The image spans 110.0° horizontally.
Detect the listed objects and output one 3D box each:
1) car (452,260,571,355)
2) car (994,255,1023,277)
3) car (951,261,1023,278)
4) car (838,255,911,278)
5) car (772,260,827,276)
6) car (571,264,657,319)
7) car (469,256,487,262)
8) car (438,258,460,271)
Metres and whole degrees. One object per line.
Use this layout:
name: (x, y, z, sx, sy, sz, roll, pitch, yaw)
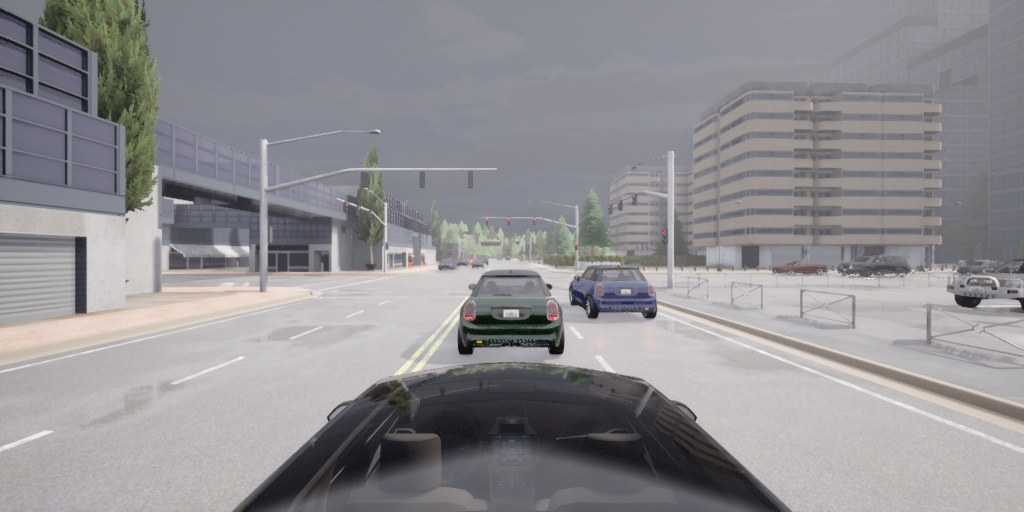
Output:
car: (-0.032, 1.101, 8.861, 2.097, 1.767, 4.553, 0, 0, 0)
car: (50.079, 0.924, 34.226, 4.902, 1.511, 2.128, 0, 0, -2)
car: (49.919, 1.279, 37.723, 4.892, 1.490, 1.837, 0, 0, -2)
car: (33.977, 0.966, 33.709, 5.566, 2.045, 2.150, 0, 0, -2)
car: (29.622, 1.222, 37.048, 5.008, 1.535, 1.882, 0, 0, -2)
car: (3.407, 1.100, 12.941, 2.097, 1.767, 4.553, 0, 0, -1)
car: (-5.494, 1.245, 57.945, 1.837, 1.490, 4.892, 0, 0, -2)
car: (-8.672, 1.096, 48.353, 2.097, 1.767, 4.553, 0, 0, -2)
